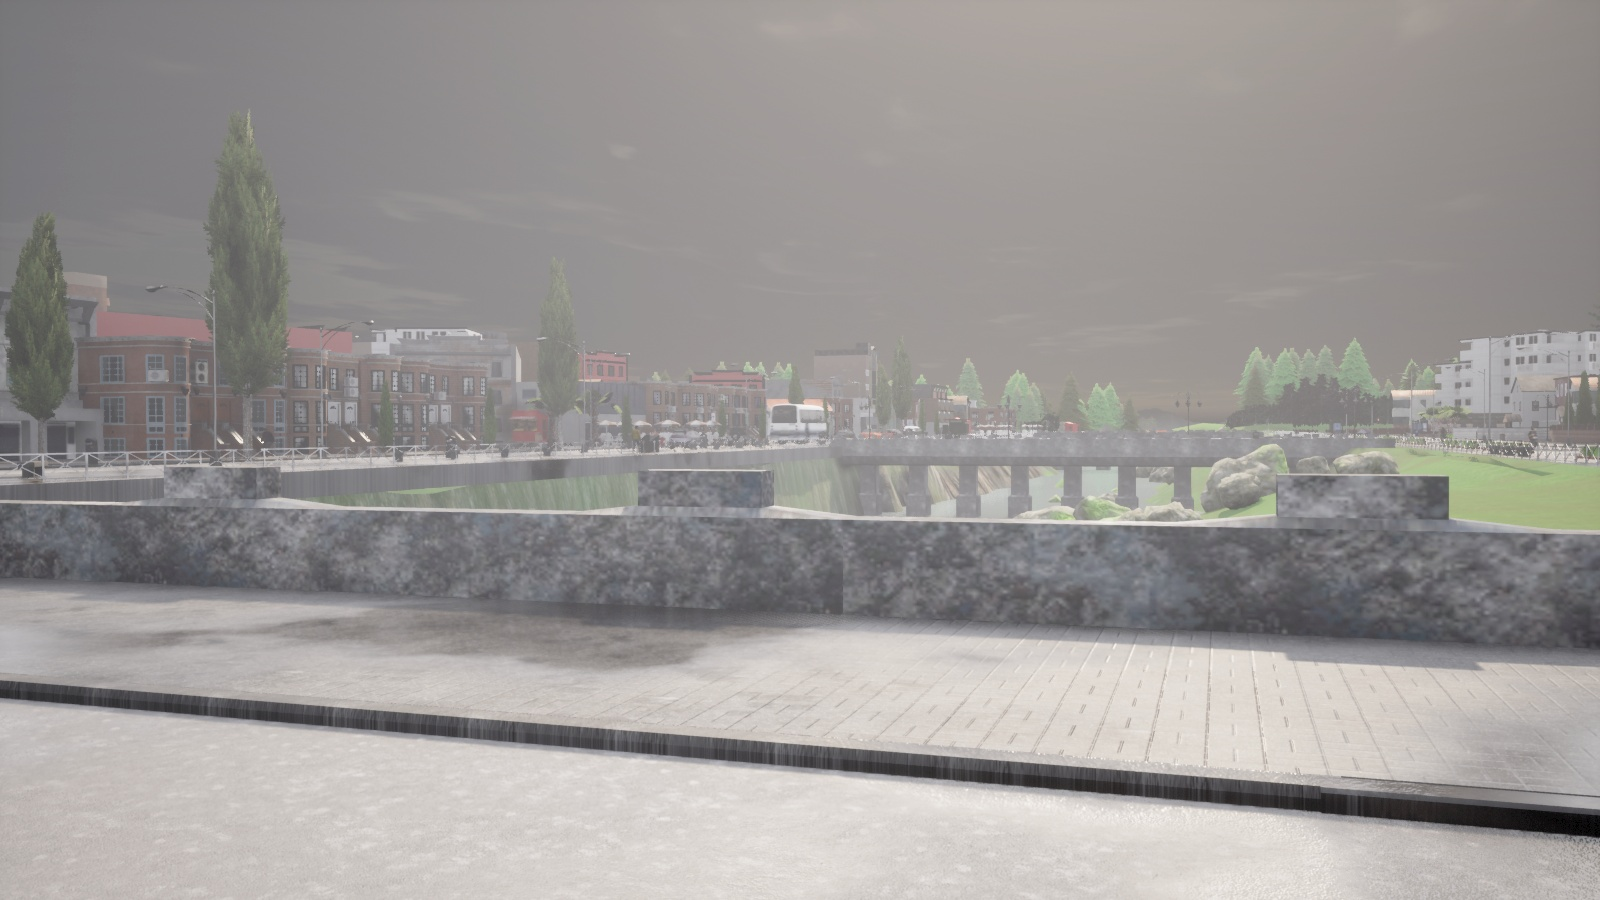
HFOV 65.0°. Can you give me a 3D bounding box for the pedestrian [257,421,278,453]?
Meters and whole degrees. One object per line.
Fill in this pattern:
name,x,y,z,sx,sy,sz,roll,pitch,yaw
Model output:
pedestrian,-30.905,-0.753,72.890,0.634,1.844,0.899,1,1,19
